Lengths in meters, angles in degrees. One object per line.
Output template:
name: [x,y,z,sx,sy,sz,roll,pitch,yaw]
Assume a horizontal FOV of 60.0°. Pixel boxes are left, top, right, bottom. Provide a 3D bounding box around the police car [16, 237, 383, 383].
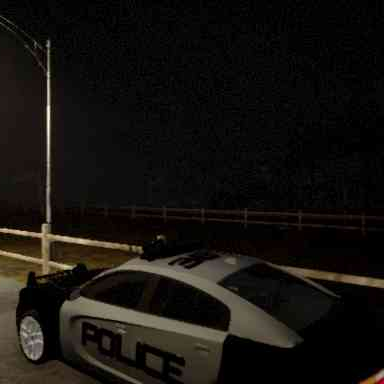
police car: [-0.334,1.429,4.200,5.238,1.638,1.930,0,0,36]
